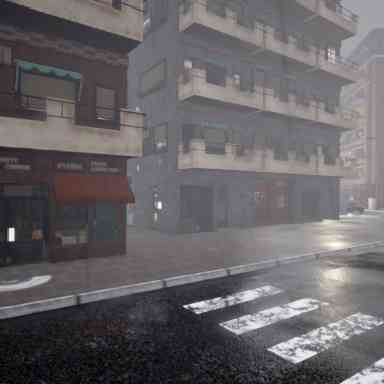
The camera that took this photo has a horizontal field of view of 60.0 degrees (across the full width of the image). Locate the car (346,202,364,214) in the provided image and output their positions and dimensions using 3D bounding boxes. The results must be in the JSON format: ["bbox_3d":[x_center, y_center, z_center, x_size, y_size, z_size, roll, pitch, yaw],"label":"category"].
[{"bbox_3d":[18.050,1.789,38.328,1.895,1.301,4.718,0,0,5],"label":"car"}]
